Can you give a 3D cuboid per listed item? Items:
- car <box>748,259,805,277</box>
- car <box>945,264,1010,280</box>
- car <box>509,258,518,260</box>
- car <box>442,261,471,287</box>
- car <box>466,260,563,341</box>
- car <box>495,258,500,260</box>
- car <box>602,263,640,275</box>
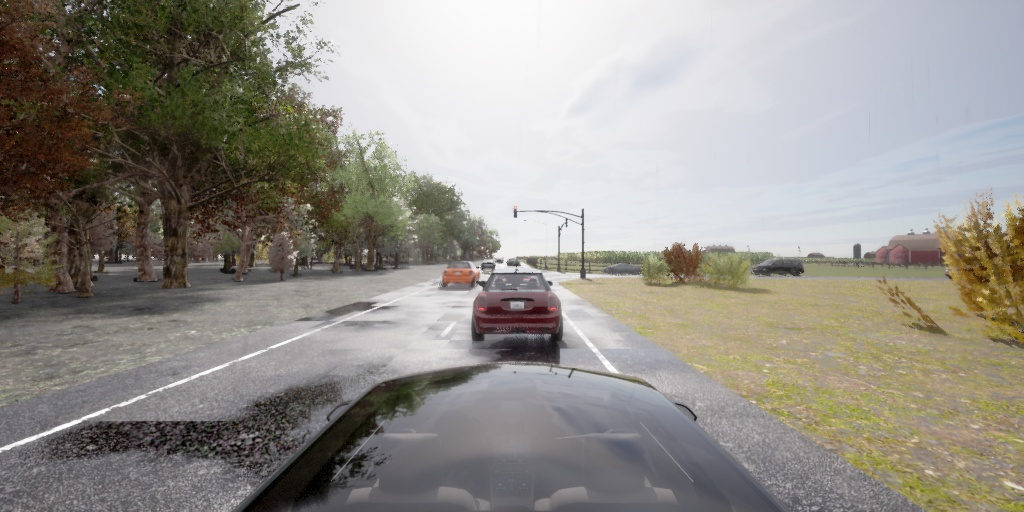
[{"bbox_3d":[30.435,1.360,41.333,5.566,2.045,2.150,1,-1,0],"label":"car"},{"bbox_3d":[48.571,1.768,37.579,4.902,1.511,2.128,1,-1,1],"label":"car"},{"bbox_3d":[0.246,1.107,58.092,2.097,1.767,4.553,0,0,-1],"label":"car"},{"bbox_3d":[-3.359,1.107,24.469,2.097,1.767,4.553,0,0,0],"label":"car"},{"bbox_3d":[0.110,1.104,10.017,2.097,1.767,4.553,0,0,0],"label":"car"},{"bbox_3d":[-3.312,1.248,51.457,2.128,1.511,4.902,0,0,0],"label":"car"},{"bbox_3d":[12.658,1.512,41.694,4.181,1.385,1.994,1,-1,4],"label":"car"}]
